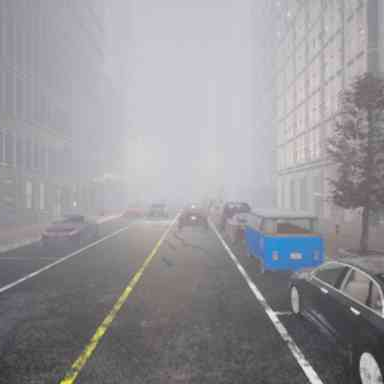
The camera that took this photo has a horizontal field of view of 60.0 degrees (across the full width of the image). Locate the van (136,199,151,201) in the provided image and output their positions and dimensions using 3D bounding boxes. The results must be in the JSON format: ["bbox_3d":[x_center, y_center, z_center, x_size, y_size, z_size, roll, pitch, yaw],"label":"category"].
[{"bbox_3d":[-5.714,1.660,38.933,1.690,1.788,3.998,0,0,0],"label":"van"}]

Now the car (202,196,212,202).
[{"bbox_3d":[2.667,1.634,38.937,2.192,1.841,5.009,0,0,0],"label":"car"}]

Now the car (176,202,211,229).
[{"bbox_3d":[0.086,1.700,23.321,2.163,1.488,4.792,0,0,0],"label":"car"}]

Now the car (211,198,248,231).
[{"bbox_3d":[2.676,1.499,21.846,2.192,1.841,5.009,0,0,0],"label":"car"}]

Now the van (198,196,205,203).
[{"bbox_3d":[2.639,2.003,90.212,1.690,1.788,3.998,0,0,0],"label":"van"}]

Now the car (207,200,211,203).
[{"bbox_3d":[2.670,1.800,33.407,1.752,1.417,4.829,0,0,0],"label":"car"}]

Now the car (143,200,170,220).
[{"bbox_3d":[-3.118,1.764,31.405,1.837,1.490,4.892,0,0,0],"label":"car"}]

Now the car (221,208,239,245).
[{"bbox_3d":[2.680,1.684,16.147,1.887,1.381,4.507,0,0,0],"label":"car"}]

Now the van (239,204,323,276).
[{"bbox_3d":[2.683,1.434,10.451,1.690,1.788,3.998,0,0,0],"label":"van"}]

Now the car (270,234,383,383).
[{"bbox_3d":[2.686,1.594,4.752,2.008,1.369,4.403,0,0,0],"label":"car"}]

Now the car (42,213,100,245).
[{"bbox_3d":[-5.701,1.722,16.143,1.802,1.307,4.206,0,0,0],"label":"car"}]

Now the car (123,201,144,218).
[{"bbox_3d":[-5.711,1.856,33.233,1.802,1.307,4.206,0,0,0],"label":"car"}]

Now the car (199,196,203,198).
[{"bbox_3d":[2.657,1.761,56.028,2.192,1.841,5.009,0,0,0],"label":"car"}]

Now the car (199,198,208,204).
[{"bbox_3d":[2.644,2.141,78.818,1.887,1.381,4.507,0,0,0],"label":"car"}]

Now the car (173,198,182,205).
[{"bbox_3d":[-3.043,2.027,71.814,1.837,1.490,4.892,0,0,0],"label":"car"}]

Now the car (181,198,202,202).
[{"bbox_3d":[0.073,1.850,42.488,2.163,1.488,4.792,0,0,0],"label":"car"}]
